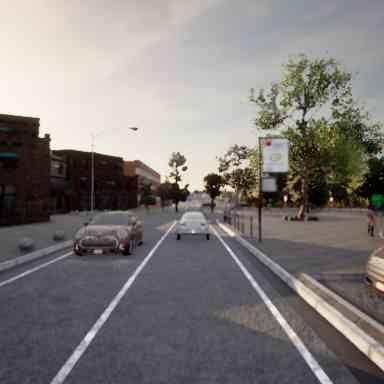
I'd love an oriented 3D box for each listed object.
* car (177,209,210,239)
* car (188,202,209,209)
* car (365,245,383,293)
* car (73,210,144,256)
[{"bbox_3d":[0.068,1.935,19.915,1.812,1.442,4.674,0,-2,0],"label":"car"},{"bbox_3d":[0.440,2.260,35.514,2.097,1.767,4.553,0,-2,5],"label":"car"},{"bbox_3d":[6.209,1.389,7.023,4.553,1.767,2.185,0,0,-1],"label":"car"},{"bbox_3d":[-3.343,1.596,14.158,2.097,1.767,4.553,0,-1,0],"label":"car"}]
